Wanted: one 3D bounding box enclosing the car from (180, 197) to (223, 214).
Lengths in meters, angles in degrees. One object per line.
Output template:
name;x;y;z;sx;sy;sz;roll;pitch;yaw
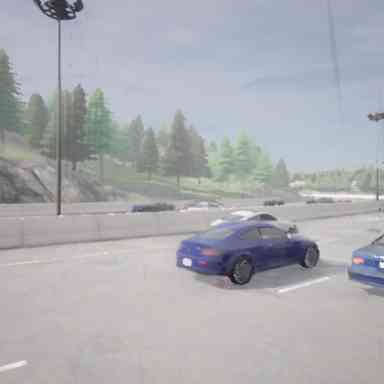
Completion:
car;1.066;1.435;36.631;4.553;1.767;2.097;0;0;-43

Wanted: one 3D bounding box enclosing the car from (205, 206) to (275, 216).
car;2.820;1.555;14.839;4.674;1.442;1.812;0;0;-39

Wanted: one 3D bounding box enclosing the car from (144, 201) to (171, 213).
car;-4.166;1.697;36.609;4.718;1.301;1.895;0;0;-41

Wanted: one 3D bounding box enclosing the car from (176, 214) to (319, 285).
car;1.716;1.545;9.522;4.674;1.442;1.812;0;0;-37

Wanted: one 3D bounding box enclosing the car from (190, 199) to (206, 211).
car;1.007;1.588;27.210;4.674;1.442;1.812;0;0;-41

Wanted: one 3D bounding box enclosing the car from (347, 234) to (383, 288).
car;5.952;1.554;8.353;5.357;1.411;2.033;0;0;-38
